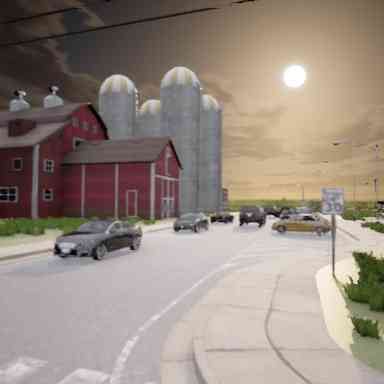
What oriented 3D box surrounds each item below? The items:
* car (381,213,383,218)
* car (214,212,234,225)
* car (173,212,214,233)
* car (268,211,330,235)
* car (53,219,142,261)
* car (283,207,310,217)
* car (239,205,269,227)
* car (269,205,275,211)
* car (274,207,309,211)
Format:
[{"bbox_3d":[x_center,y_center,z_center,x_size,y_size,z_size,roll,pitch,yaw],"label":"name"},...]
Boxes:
[{"bbox_3d":[27.496,3.001,43.636,4.605,1.855,1.932,0,-2,18],"label":"car"},{"bbox_3d":[3.279,2.848,36.690,1.895,1.301,4.718,0,-2,18],"label":"car"},{"bbox_3d":[0.008,2.388,26.475,1.837,1.490,4.892,0,-2,18],"label":"car"},{"bbox_3d":[8.121,2.412,25.045,4.193,1.474,1.816,0,-2,18],"label":"car"},{"bbox_3d":[-3.843,1.941,14.391,2.128,1.511,4.902,0,-2,18],"label":"car"},{"bbox_3d":[19.214,3.671,61.046,4.611,1.667,2.242,0,-2,18],"label":"car"},{"bbox_3d":[6.199,2.397,33.737,2.150,2.045,5.566,0,-2,18],"label":"car"},{"bbox_3d":[12.544,3.111,53.694,2.150,2.045,5.566,0,-2,18],"label":"car"},{"bbox_3d":[11.744,2.680,38.042,3.866,1.878,1.905,0,-2,18],"label":"car"}]
